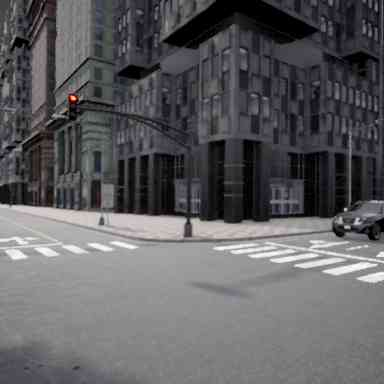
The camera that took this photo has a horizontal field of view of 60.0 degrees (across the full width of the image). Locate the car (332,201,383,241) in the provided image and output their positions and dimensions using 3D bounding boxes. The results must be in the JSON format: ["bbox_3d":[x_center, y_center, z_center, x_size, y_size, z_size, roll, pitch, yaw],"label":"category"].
[{"bbox_3d":[10.306,1.528,19.048,5.566,2.045,2.150,1,-1,-37],"label":"car"}]

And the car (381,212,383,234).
[{"bbox_3d":[11.035,1.783,15.531,4.892,1.490,1.837,1,-1,-37],"label":"car"}]
